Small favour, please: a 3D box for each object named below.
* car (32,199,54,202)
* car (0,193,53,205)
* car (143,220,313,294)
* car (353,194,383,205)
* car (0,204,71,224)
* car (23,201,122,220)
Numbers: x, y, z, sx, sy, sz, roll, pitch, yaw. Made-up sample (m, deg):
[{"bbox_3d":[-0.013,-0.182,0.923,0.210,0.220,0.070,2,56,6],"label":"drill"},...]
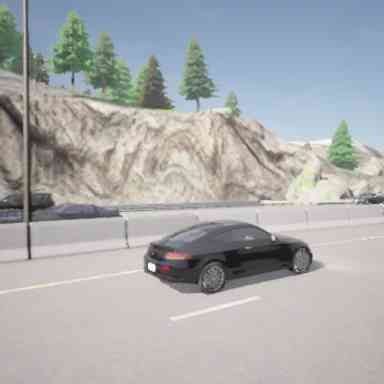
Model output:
[{"bbox_3d":[-8.795,1.424,23.172,4.181,1.385,1.994,-1,1,-33],"label":"car"},{"bbox_3d":[-12.996,1.098,24.630,5.566,2.045,2.150,-1,1,-34],"label":"car"},{"bbox_3d":[1.054,1.444,8.507,4.674,1.442,1.812,-1,1,-33],"label":"car"},{"bbox_3d":[22.978,0.958,42.716,4.902,1.511,2.128,-1,1,-20],"label":"car"},{"bbox_3d":[-8.587,1.477,14.975,5.357,1.411,2.033,-1,1,-35],"label":"car"},{"bbox_3d":[-7.025,1.420,20.219,5.357,1.411,2.033,-1,1,-33],"label":"car"}]
